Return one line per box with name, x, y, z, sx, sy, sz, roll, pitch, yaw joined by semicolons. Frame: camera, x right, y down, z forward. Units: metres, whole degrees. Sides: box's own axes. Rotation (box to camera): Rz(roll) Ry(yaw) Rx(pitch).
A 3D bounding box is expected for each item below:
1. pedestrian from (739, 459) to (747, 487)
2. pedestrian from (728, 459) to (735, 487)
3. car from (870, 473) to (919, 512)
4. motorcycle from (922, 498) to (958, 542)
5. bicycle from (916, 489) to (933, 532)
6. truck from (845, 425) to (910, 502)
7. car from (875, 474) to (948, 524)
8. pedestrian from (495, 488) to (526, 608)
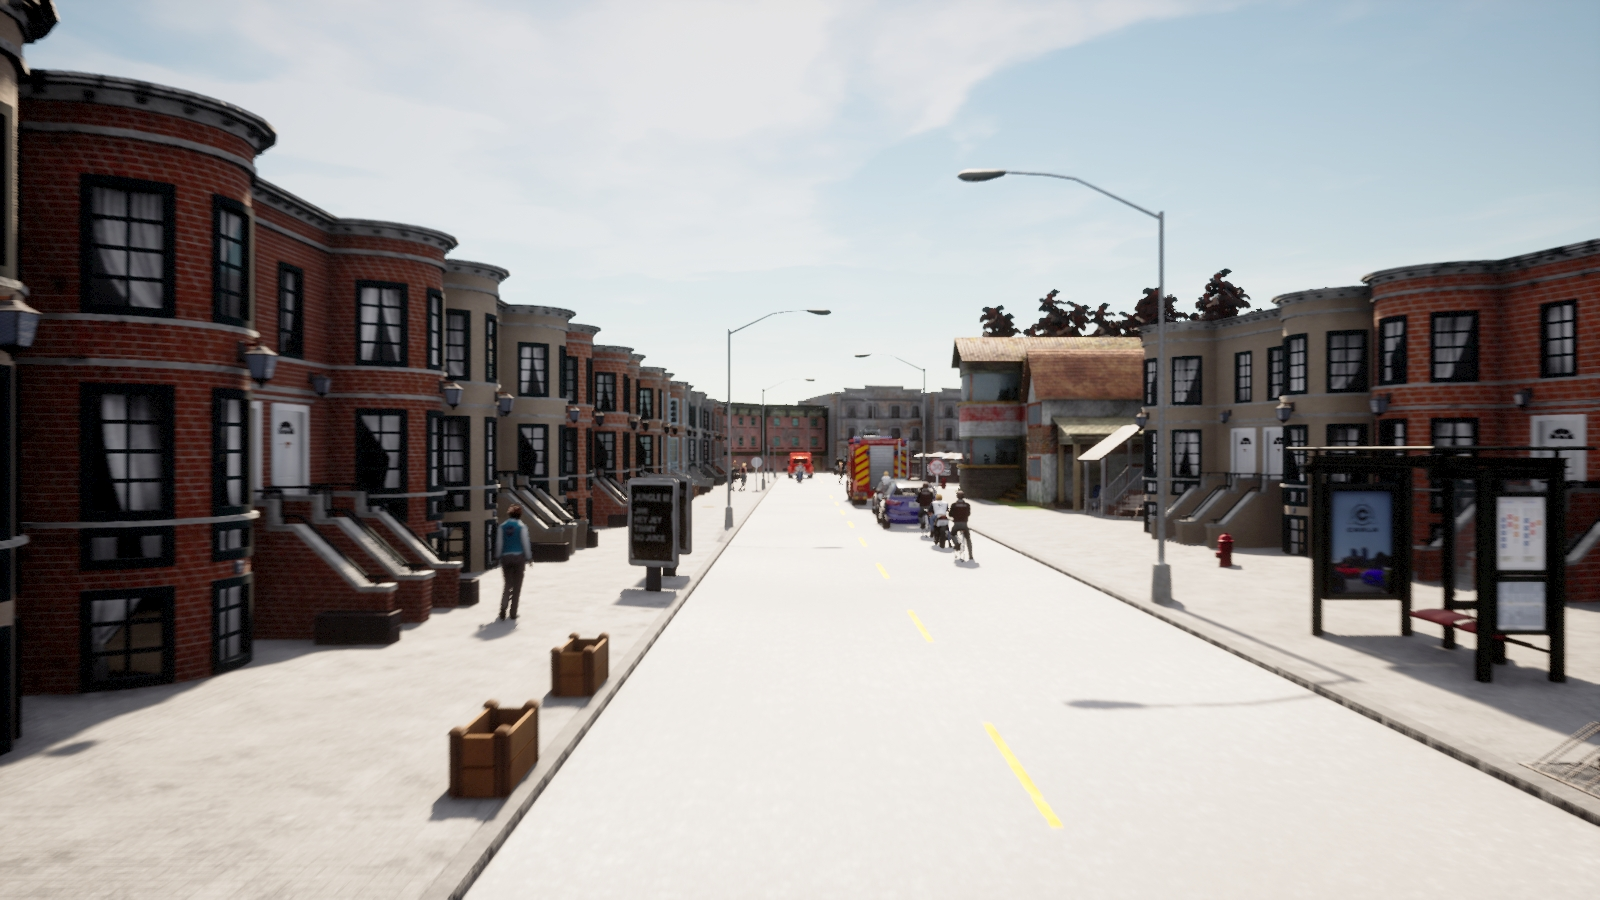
pedestrian;-3.765;1.523;75.591;0.375;1.860;0.375;0;0;23
pedestrian;-4.538;1.524;75.751;0.375;1.860;0.375;0;0;16
car;4.021;1.800;49.035;1.789;1.549;3.705;0;0;0
motorcycle;4.010;1.993;32.860;0.803;1.145;2.033;0;0;0
bicycle;4.004;1.940;36.772;0.329;1.271;1.835;0;0;0
truck;4.013;0.671;60.694;2.891;3.827;8.468;0;0;0
car;4.014;1.747;42.024;2.242;1.667;4.611;0;0;0
pedestrian;-4.536;1.525;17.921;0.375;1.860;0.375;0;0;5
